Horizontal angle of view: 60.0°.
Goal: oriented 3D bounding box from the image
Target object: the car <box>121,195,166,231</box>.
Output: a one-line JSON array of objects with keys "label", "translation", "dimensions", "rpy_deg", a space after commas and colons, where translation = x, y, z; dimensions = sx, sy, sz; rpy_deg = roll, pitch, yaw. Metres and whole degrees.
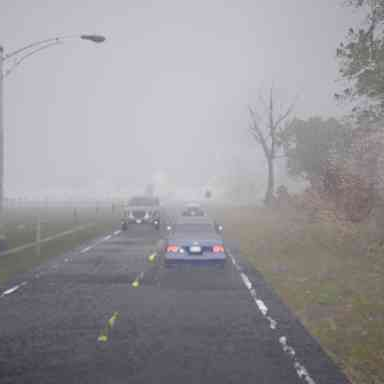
[{"label": "car", "translation": [-2.850, 1.202, 20.556], "dimensions": [2.150, 2.045, 5.566], "rpy_deg": [0, 0, 0]}]

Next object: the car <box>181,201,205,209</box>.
[{"label": "car", "translation": [0.094, 1.492, 28.091], "dimensions": [1.812, 1.442, 4.674], "rpy_deg": [0, 0, 0]}]

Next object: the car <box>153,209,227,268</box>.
[{"label": "car", "translation": [0.094, 1.540, 11.207], "dimensions": [2.033, 1.411, 5.357], "rpy_deg": [0, 0, 0]}]
